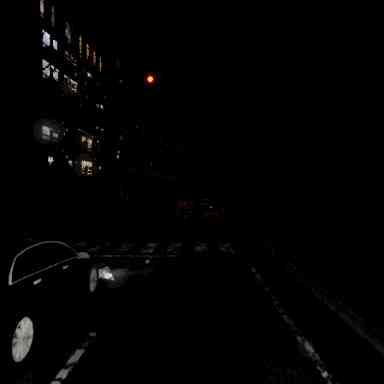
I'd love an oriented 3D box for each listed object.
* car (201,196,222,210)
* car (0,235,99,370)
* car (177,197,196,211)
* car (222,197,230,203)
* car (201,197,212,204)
[{"bbox_3d":[2.628,1.600,43.559,1.837,1.490,4.892,0,0,6],"label":"car"},{"bbox_3d":[-3.047,1.505,5.680,1.837,1.490,4.892,0,0,1],"label":"car"},{"bbox_3d":[-0.652,1.446,43.415,2.097,1.767,4.553,0,0,6],"label":"car"},{"bbox_3d":[7.849,1.838,78.711,1.994,1.385,4.181,0,0,12],"label":"car"},{"bbox_3d":[3.109,1.735,70.912,1.837,1.490,4.892,0,0,10],"label":"car"}]
